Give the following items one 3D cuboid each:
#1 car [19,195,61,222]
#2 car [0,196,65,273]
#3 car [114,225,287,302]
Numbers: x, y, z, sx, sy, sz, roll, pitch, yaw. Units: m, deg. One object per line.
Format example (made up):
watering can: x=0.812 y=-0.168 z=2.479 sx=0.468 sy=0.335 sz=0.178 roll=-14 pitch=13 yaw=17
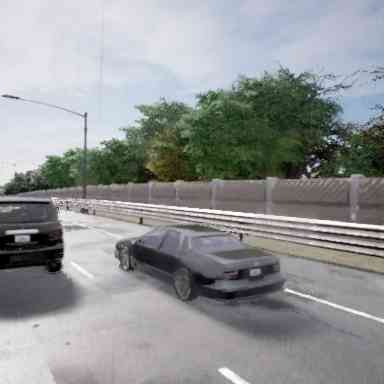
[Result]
car: x=-11.597 y=1.164 z=25.187 sx=2.097 sy=1.767 sz=4.553 roll=1 pitch=0 yaw=-34
car: x=-5.360 y=1.123 z=9.783 sx=2.150 sy=2.045 sz=5.566 roll=1 pitch=0 yaw=-34
car: x=-0.199 y=1.544 z=8.405 sx=2.033 sy=1.411 sz=5.357 roll=1 pitch=0 yaw=-34
